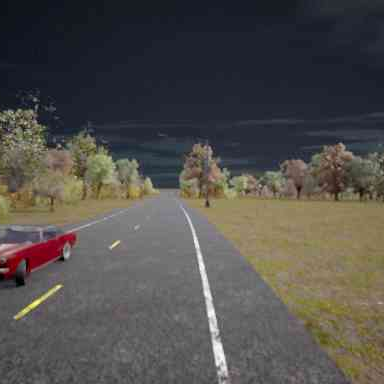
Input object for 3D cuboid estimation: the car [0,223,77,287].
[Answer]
[{"bbox_3d":[-4.937,1.603,9.473,1.895,1.301,4.718,0,0,-1],"label":"car"}]
